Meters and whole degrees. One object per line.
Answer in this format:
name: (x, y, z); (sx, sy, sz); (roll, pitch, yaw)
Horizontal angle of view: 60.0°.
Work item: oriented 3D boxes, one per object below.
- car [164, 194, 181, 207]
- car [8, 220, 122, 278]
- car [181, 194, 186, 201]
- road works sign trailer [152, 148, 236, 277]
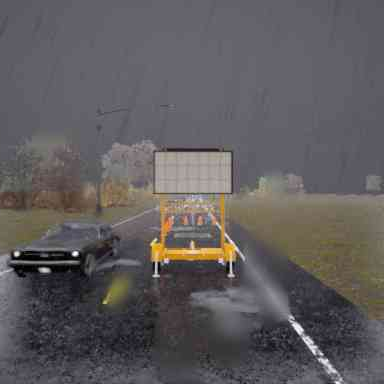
car: (-3.294, 1.382, 52.493); (2.097, 1.767, 4.553); (0, 0, 1)
car: (-3.583, 1.605, 10.315); (1.895, 1.301, 4.718); (0, 0, 0)
car: (-2.740, 1.286, 85.229); (2.150, 2.045, 5.566); (0, 0, 1)
road works sign trailer: (0.031, 0.469, 10.241); (2.380, 3.560, 2.880); (0, 0, -1)
